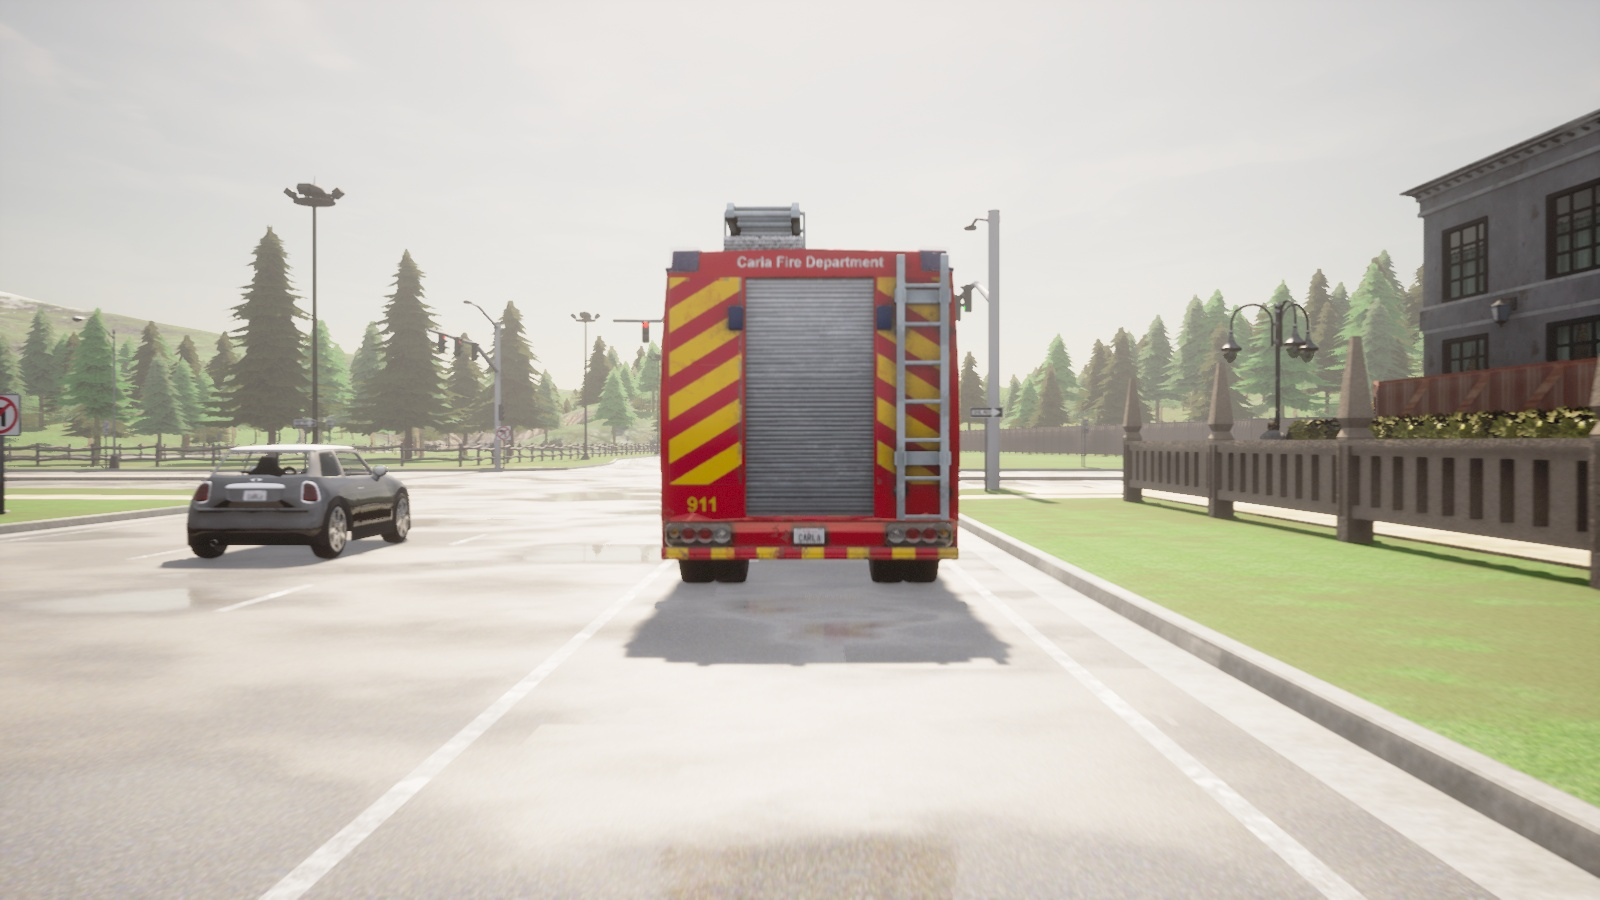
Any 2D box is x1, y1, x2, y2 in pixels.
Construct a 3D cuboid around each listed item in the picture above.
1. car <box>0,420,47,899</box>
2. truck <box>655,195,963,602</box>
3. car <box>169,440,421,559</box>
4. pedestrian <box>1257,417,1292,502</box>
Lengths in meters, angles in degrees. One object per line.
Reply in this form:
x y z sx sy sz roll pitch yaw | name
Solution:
-3.474 0.680 1.845 2.007 1.525 4.514 0 0 0 | car
0.108 -0.509 16.061 2.891 3.827 8.468 0 0 0 | truck
-6.884 0.607 17.587 1.970 1.475 3.806 0 0 0 | car
10.460 0.208 27.683 0.540 1.848 0.694 0 0 3 | pedestrian
